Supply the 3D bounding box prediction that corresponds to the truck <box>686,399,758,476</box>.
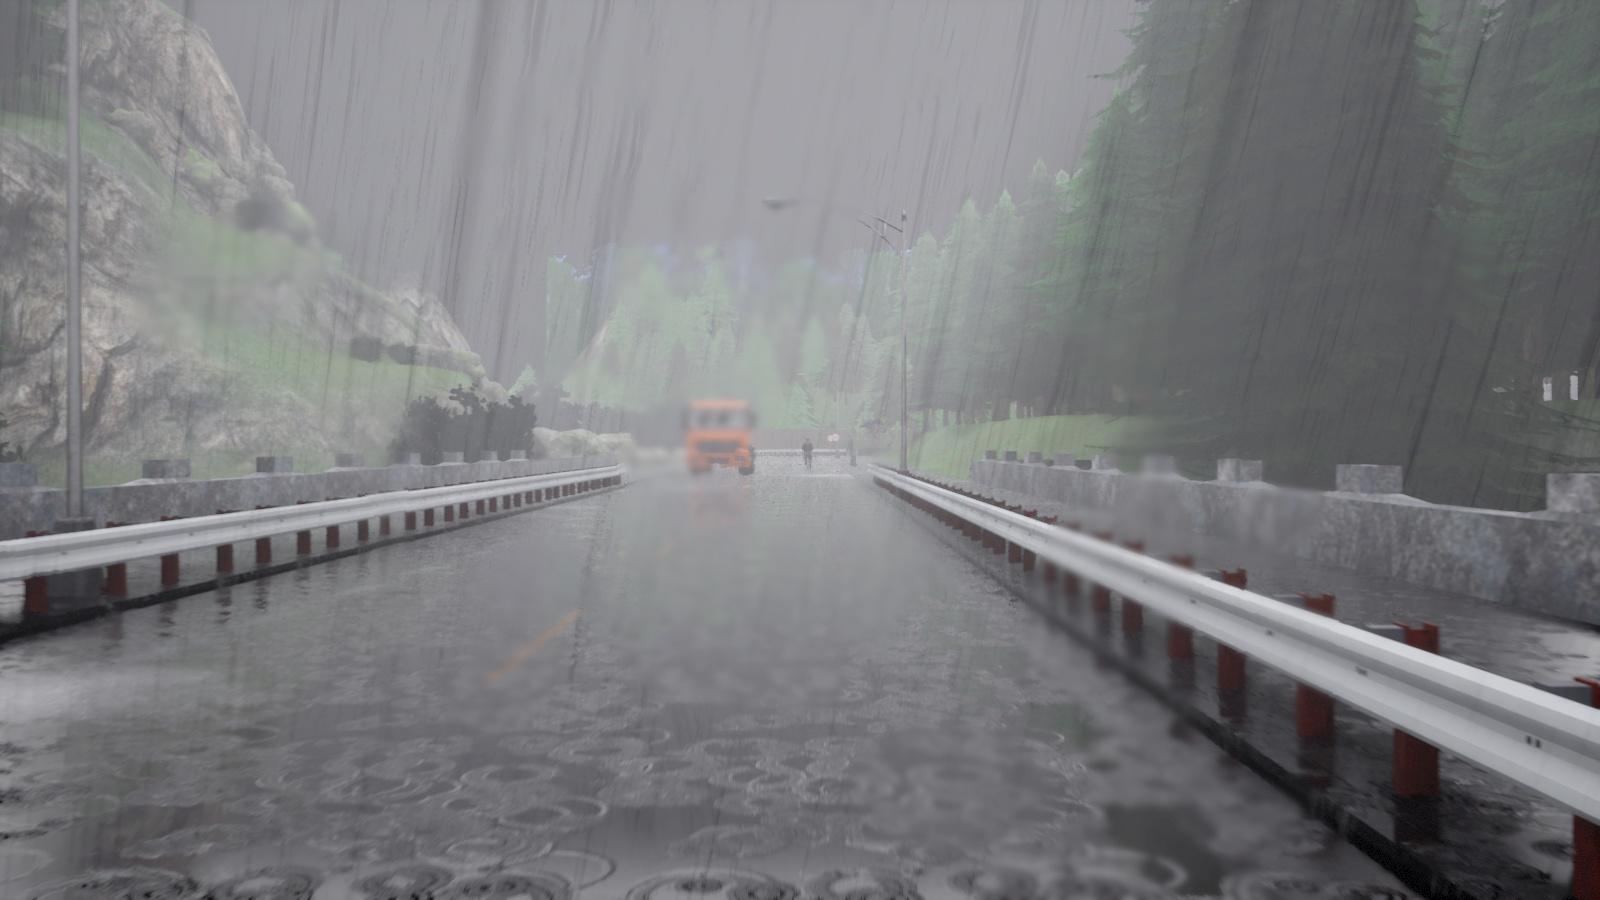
[{"bbox_3d":[-3.629,-0.576,59.901,2.891,3.462,7.936,0,0,0],"label":"truck"}]
